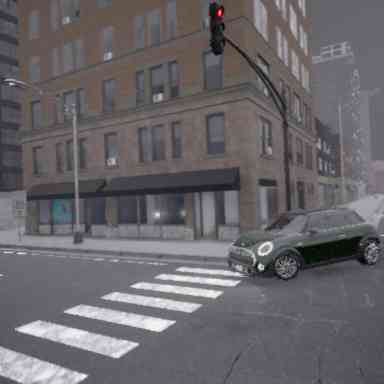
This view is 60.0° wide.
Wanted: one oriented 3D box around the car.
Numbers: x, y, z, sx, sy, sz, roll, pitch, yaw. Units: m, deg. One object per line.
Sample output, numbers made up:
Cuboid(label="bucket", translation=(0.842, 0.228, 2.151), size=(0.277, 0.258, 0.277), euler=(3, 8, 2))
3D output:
Cuboid(label="car", translation=(3.328, 1.347, 10.027), size=(4.553, 1.767, 2.097), euler=(-4, 0, -22))
